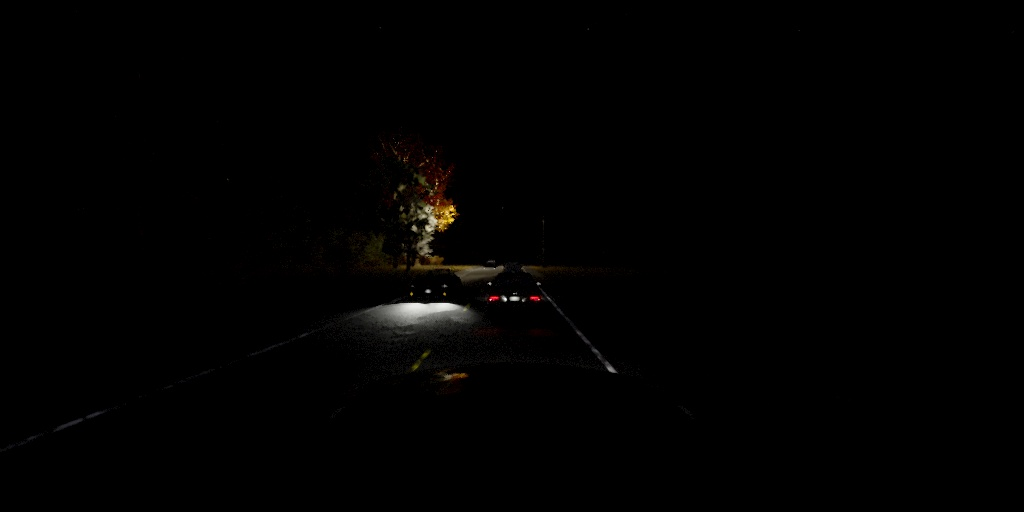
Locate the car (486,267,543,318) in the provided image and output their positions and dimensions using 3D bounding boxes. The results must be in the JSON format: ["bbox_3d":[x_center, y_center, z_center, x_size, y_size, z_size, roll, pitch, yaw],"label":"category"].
[{"bbox_3d":[0.081,1.302,13.018,2.033,1.411,5.357,0,0,0],"label":"car"}]

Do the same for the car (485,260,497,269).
[{"bbox_3d":[-3.514,1.341,59.896,2.033,1.411,5.357,0,0,0],"label":"car"}]

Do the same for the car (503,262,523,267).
[{"bbox_3d":[0.093,1.293,34.605,1.812,1.442,4.674,0,0,0],"label":"car"}]

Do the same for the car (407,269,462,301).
[{"bbox_3d":[-3.604,1.321,17.375,1.994,1.385,4.181,0,0,0],"label":"car"}]
